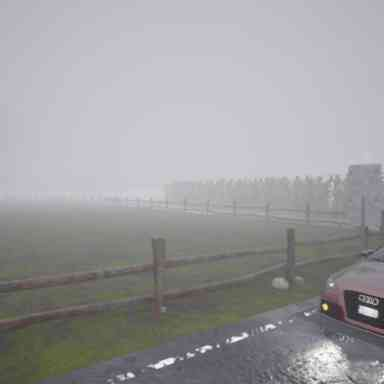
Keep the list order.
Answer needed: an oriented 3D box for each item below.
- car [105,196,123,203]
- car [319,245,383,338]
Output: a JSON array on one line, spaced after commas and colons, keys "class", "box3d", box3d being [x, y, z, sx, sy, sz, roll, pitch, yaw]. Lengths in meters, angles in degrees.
[{"class": "car", "box3d": [-15.089, 1.383, 63.903, 1.895, 1.301, 4.718, 1, 0, -35]}, {"class": "car", "box3d": [4.224, 1.584, 6.030, 4.181, 1.385, 1.994, 0, 0, -35]}]
